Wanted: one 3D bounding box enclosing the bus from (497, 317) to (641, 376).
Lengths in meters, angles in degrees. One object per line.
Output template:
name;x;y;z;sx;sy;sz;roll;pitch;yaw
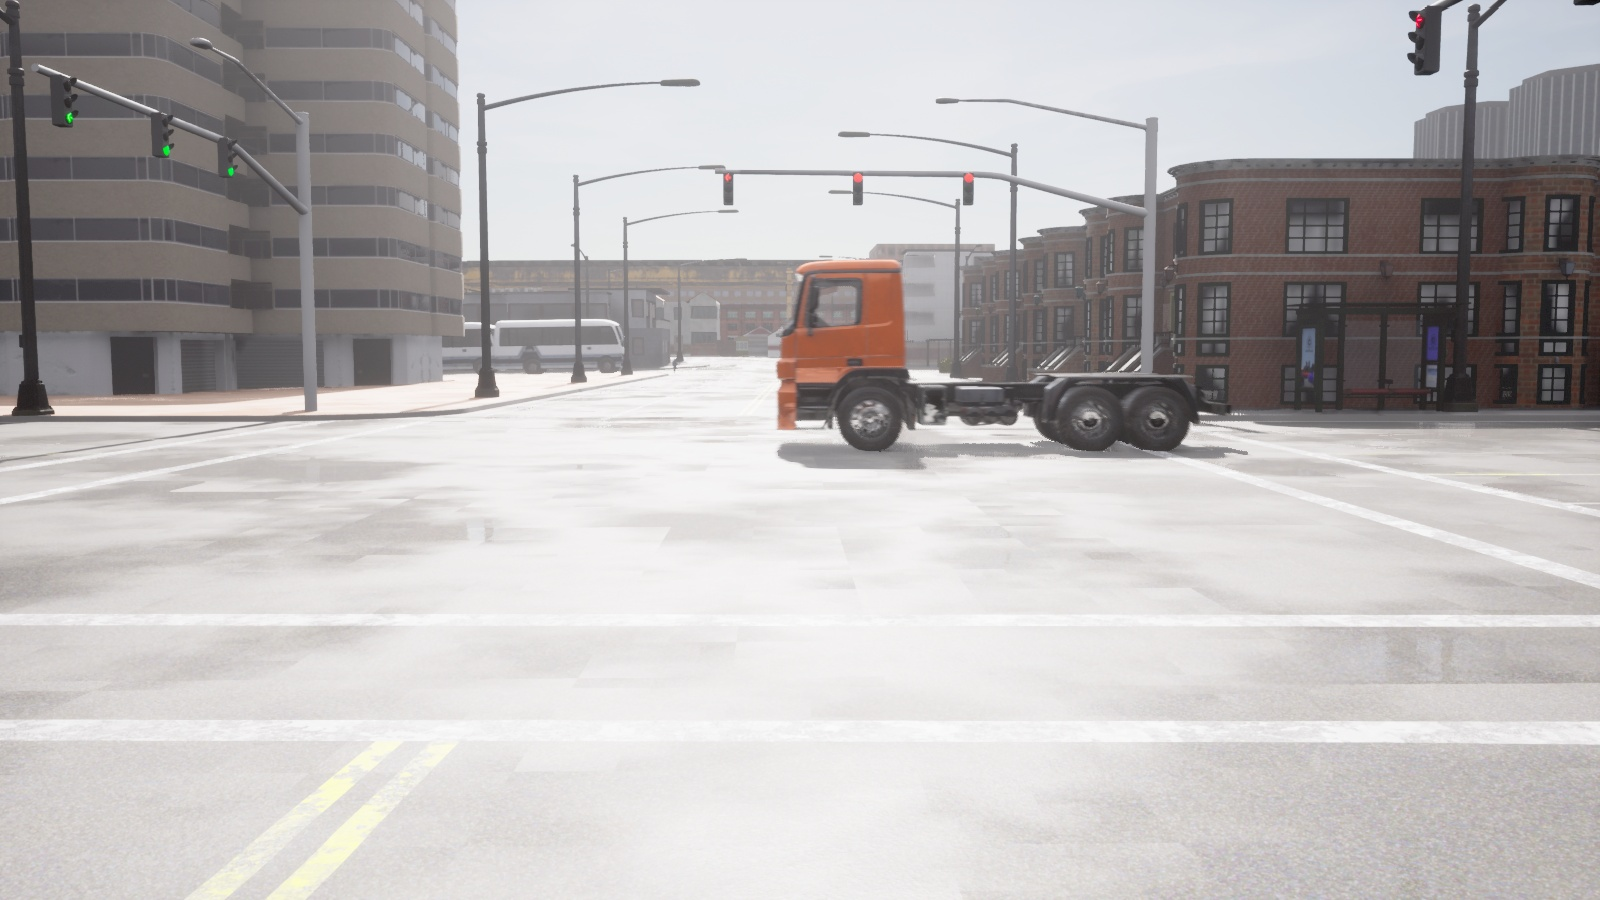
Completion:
bus;-17.657;-7.939;96.683;10.273;4.253;3.944;-1;5;-1

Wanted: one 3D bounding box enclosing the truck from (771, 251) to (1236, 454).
truck;3.480;-1.783;23.046;7.936;3.462;2.891;0;5;1
